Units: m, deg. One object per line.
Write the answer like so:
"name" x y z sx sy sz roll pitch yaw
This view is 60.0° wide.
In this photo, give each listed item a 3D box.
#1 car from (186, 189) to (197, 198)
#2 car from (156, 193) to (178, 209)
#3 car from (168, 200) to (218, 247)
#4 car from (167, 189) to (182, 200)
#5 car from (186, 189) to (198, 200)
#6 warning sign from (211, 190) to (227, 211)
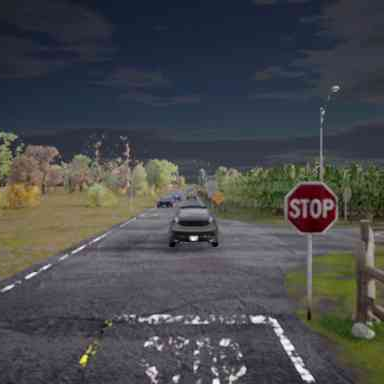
"car" -0.126 0.273 72.284 2.150 2.045 5.566 0 1 0
"car" -2.912 1.146 37.671 1.895 1.301 4.718 0 1 0
"car" 0.066 1.337 14.196 1.837 1.490 4.892 0 1 0
"car" -2.910 0.537 55.429 2.150 2.045 5.566 0 0 0
"car" -0.107 0.730 61.841 1.837 1.490 4.892 0 1 0
"warning sign" 2.396 0.758 29.811 1.300 1.860 1.060 0 1 0
